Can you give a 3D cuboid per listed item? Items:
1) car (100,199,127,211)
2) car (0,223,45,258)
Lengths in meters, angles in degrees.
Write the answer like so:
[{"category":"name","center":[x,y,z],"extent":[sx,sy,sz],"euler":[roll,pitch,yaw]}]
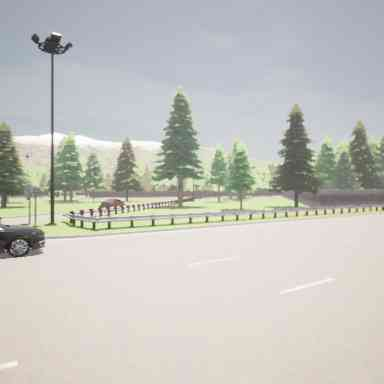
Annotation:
[{"category":"car","center":[-9.358,1.520,39.900],"extent":[1.812,1.442,4.674],"euler":[0,0,12]},{"category":"car","center":[-7.610,1.506,11.216],"extent":[4.892,1.490,1.837],"euler":[-1,0,-35]}]
